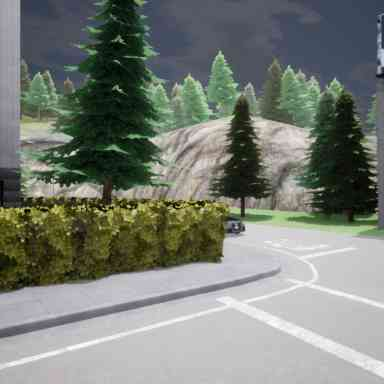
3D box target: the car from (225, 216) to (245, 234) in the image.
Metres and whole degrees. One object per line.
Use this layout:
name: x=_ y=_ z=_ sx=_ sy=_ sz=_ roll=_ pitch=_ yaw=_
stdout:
car: x=1.079 y=1.740 z=19.501 sx=1.994 sy=1.385 sz=4.181 roll=0 pitch=0 yaw=-42
